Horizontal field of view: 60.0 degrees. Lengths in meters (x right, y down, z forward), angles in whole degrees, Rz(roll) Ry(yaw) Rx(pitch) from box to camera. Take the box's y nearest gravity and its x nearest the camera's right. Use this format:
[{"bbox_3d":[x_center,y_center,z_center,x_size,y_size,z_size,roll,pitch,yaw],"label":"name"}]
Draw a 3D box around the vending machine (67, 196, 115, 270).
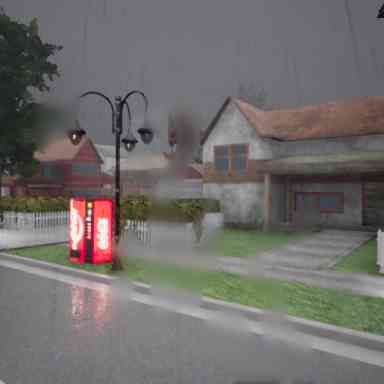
[{"bbox_3d":[-3.106,1.191,10.261,0.880,2.100,1.100,1,0,36],"label":"vending machine"}]
